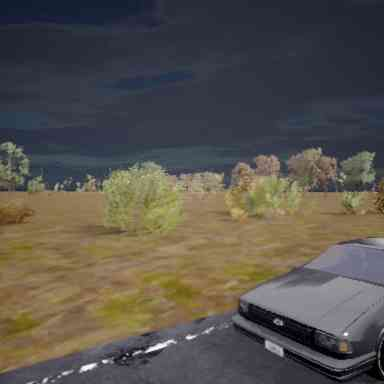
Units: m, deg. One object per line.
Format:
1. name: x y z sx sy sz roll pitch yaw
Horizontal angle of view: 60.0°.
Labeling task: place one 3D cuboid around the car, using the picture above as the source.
1. car: 3.205 1.539 5.613 5.357 1.411 2.033 0 0 -35
